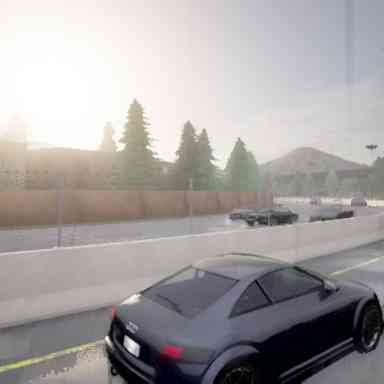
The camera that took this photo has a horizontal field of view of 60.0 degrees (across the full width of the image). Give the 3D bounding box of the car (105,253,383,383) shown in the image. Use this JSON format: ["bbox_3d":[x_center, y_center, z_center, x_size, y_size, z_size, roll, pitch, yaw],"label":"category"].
[{"bbox_3d":[0.950,1.596,4.724,4.181,1.385,1.994,0,0,-38],"label":"car"}]

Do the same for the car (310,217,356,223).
[{"bbox_3d":[9.731,1.638,22.799,1.882,1.535,5.008,0,0,41],"label":"car"}]
